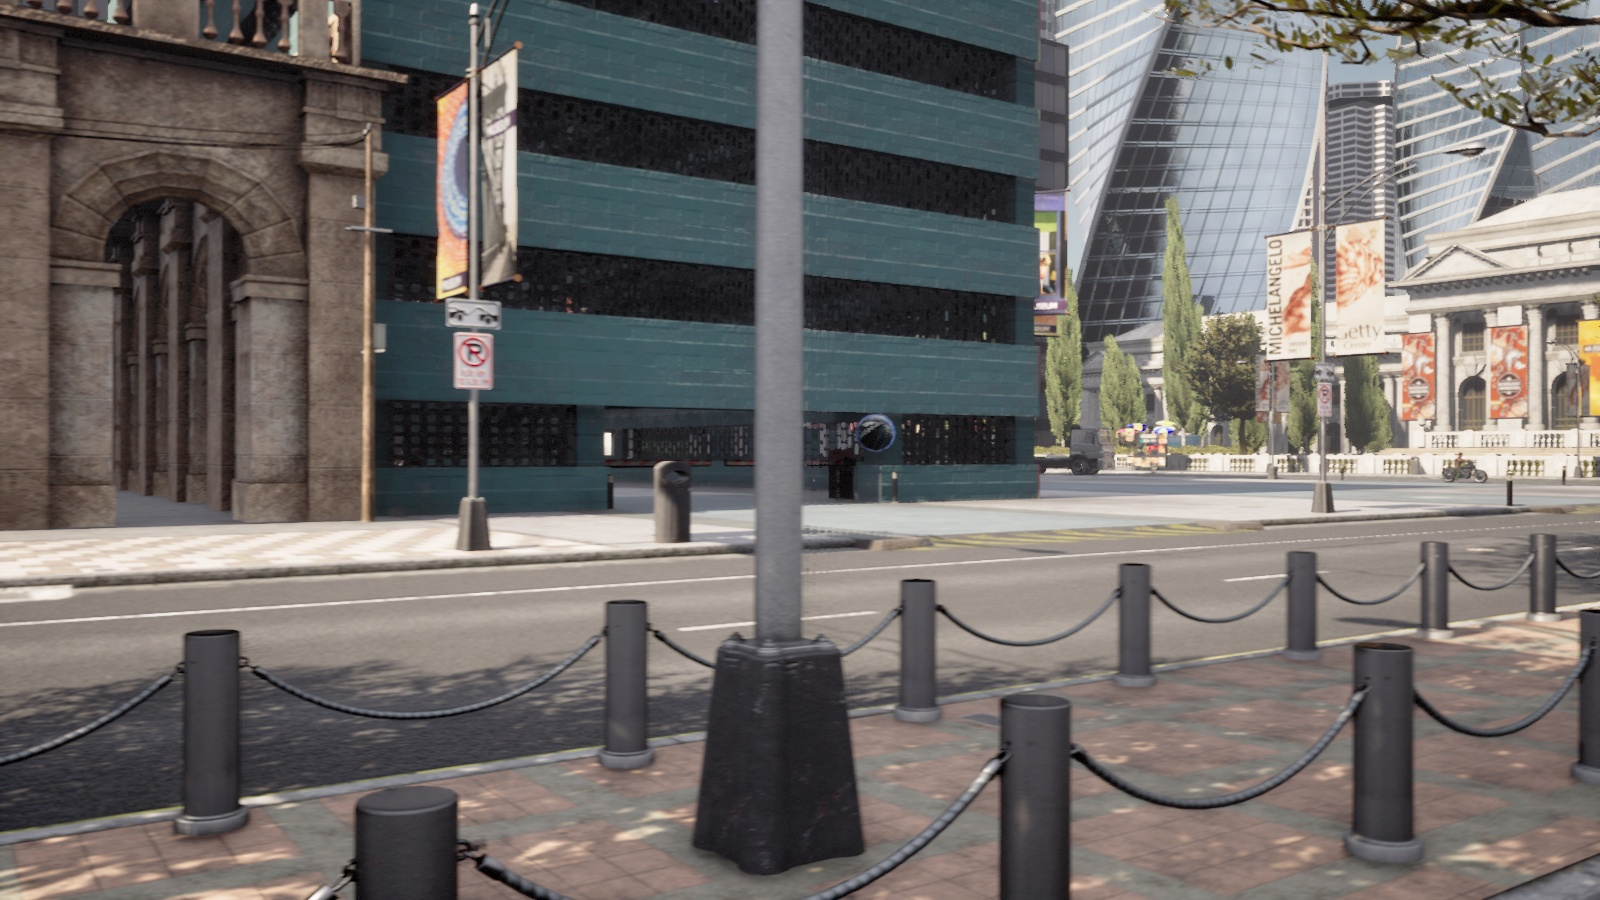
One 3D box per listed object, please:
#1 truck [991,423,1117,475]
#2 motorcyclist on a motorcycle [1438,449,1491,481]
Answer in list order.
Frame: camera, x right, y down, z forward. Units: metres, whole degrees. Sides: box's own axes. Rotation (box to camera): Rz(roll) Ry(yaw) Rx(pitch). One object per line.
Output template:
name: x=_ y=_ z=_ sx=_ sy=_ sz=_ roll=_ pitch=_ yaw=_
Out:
truck: x=17.406 y=-0.063 z=86.157 sx=7.936 sy=3.462 sz=2.891 roll=0 pitch=0 yaw=32
motorcyclist on a motorcycle: x=34.652 y=0.783 z=65.556 sx=0.766 sy=1.649 sz=2.350 roll=0 pitch=0 yaw=-35
